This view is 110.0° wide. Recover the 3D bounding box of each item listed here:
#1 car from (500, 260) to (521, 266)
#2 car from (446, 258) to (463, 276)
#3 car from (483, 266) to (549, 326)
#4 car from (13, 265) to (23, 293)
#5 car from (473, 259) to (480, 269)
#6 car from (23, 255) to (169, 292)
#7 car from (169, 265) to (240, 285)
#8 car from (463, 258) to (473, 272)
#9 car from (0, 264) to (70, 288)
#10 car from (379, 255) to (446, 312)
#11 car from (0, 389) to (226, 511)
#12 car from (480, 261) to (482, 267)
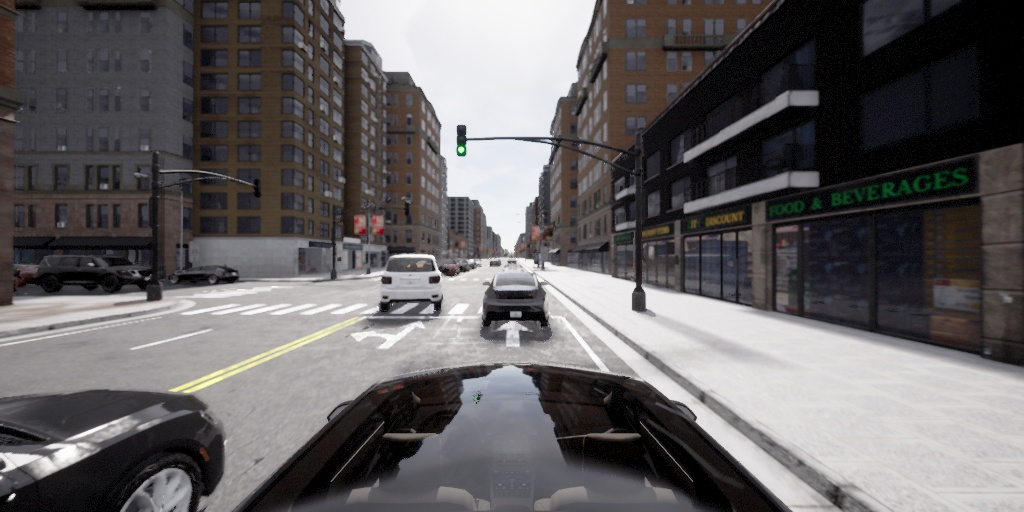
[{"bbox_3d":[0.097,1.339,33.758,1.895,1.301,4.718,0,0,0],"label":"car"},{"bbox_3d":[-6.601,1.090,36.362,2.097,1.767,4.553,0,0,0],"label":"car"},{"bbox_3d":[0.100,1.249,11.618,1.837,1.490,4.892,0,0,0],"label":"car"},{"bbox_3d":[-27.849,1.037,17.898,5.009,1.841,2.192,0,0,0],"label":"car"},{"bbox_3d":[-6.528,1.229,54.494,2.128,1.511,4.902,0,0,1],"label":"car"},{"bbox_3d":[-23.490,0.957,20.423,5.566,2.045,2.150,0,0,0],"label":"car"},{"bbox_3d":[-22.152,1.325,25.898,4.313,1.339,1.948,0,0,0],"label":"car"},{"bbox_3d":[-6.587,1.090,45.235,2.097,1.767,4.553,0,0,0],"label":"car"},{"bbox_3d":[-32.290,1.274,23.414,4.674,1.442,1.812,0,0,0],"label":"car"},{"bbox_3d":[-3.976,0.966,14.572,2.150,2.045,5.566,0,0,-13],"label":"car"},{"bbox_3d":[-3.154,1.257,0.777,1.837,1.490,4.892,0,0,0],"label":"car"},{"bbox_3d":[-6.510,1.265,64.692,1.812,1.442,4.674,0,0,0],"label":"car"}]
